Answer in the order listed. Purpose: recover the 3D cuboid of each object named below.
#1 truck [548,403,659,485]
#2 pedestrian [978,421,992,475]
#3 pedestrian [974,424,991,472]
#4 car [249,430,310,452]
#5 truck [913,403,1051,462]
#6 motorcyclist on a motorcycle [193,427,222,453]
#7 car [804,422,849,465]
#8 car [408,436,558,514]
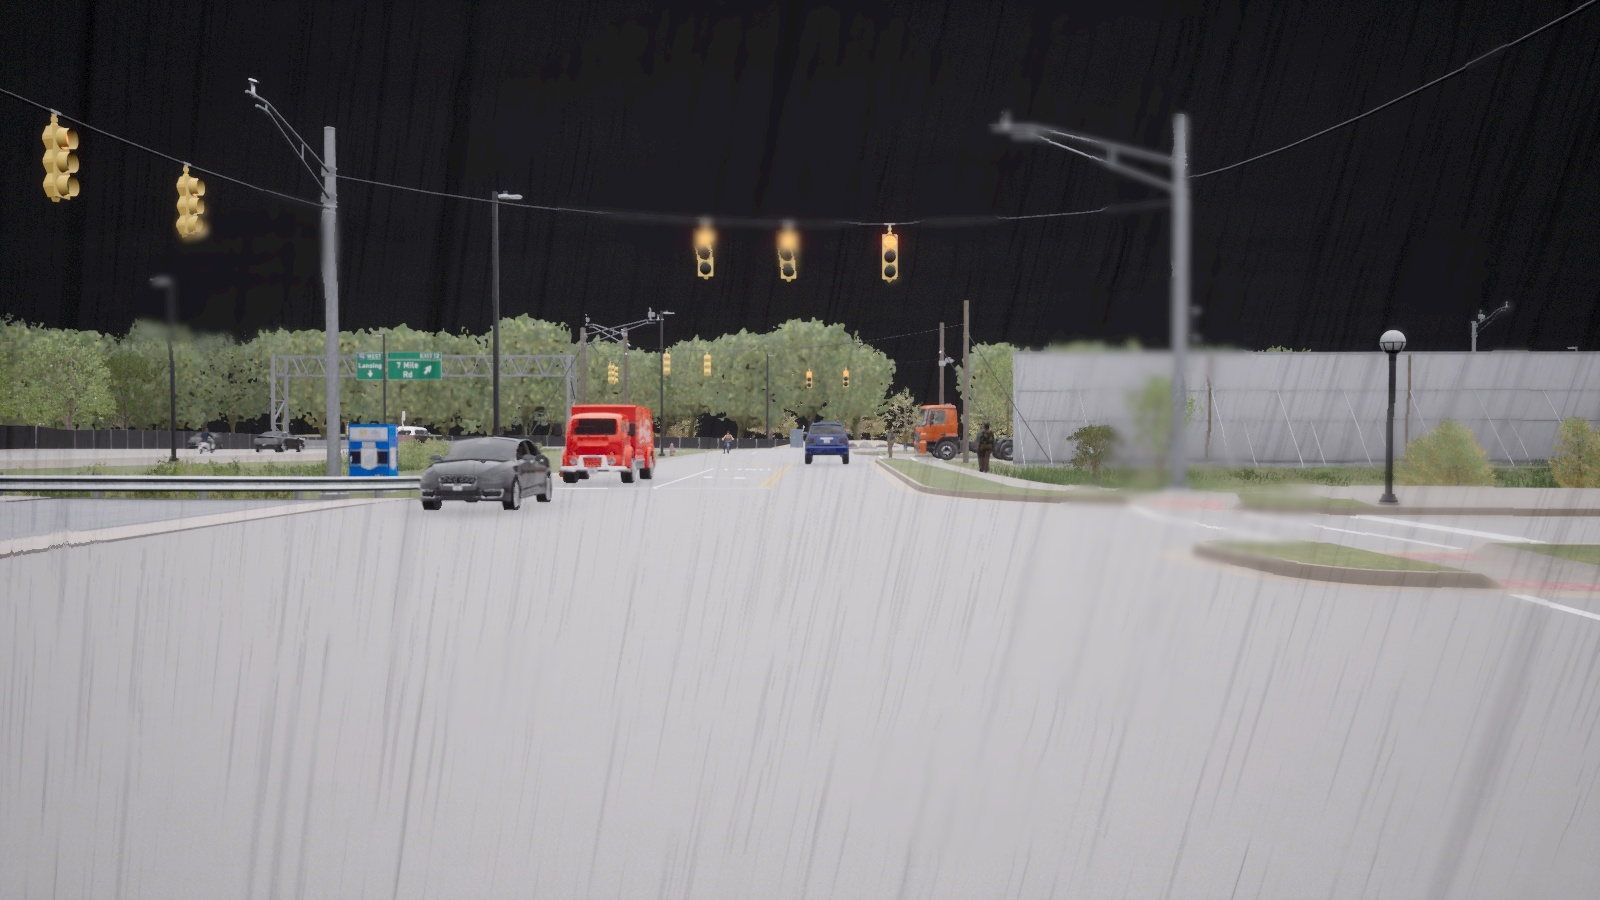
[{"bbox_3d":[-6.207,-0.221,40.399,2.627,2.467,5.204,0,1,1],"label":"truck"},{"bbox_3d":[6.656,-0.080,45.153,0.395,1.930,0.692,0,2,-1],"label":"pedestrian"},{"bbox_3d":[6.986,-0.081,48.061,0.540,1.848,0.694,0,2,2],"label":"pedestrian"},{"bbox_3d":[-36.374,-0.649,87.881,2.128,1.511,4.902,0,0,1],"label":"car"},{"bbox_3d":[11.123,-1.089,77.374,7.936,3.462,2.891,1,2,-4],"label":"truck"},{"bbox_3d":[-36.575,-0.590,77.521,0.866,1.590,1.817,0,0,1],"label":"motorcyclist on a motorcycle"},{"bbox_3d":[1.361,-0.350,62.966,2.150,2.045,5.566,0,1,2],"label":"car"},{"bbox_3d":[-6.553,0.452,26.543,1.837,1.490,4.892,0,1,1],"label":"car"}]
